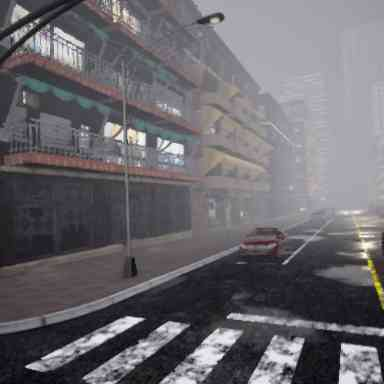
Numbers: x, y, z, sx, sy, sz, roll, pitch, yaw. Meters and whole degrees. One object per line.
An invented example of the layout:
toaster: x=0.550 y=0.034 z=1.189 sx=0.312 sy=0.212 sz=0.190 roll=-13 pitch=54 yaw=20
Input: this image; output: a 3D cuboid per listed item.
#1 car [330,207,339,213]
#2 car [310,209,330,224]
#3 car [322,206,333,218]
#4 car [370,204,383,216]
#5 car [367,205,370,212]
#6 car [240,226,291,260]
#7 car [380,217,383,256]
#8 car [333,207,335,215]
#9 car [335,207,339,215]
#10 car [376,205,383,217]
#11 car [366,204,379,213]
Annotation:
car: x=37.048 y=4.668 z=86.398 sx=1.802 sy=1.307 sz=4.206 roll=-4 pitch=-4 yaw=25
car: x=15.499 y=3.123 z=40.842 sx=1.802 sy=1.307 sz=4.206 roll=-4 pitch=-4 yaw=25
car: x=17.890 y=3.153 z=45.910 sx=1.967 sy=1.590 sz=4.097 roll=-4 pitch=-4 yaw=25
car: x=32.602 y=3.081 z=57.516 sx=2.192 sy=1.841 sz=5.009 roll=-4 pitch=-4 yaw=25
car: x=37.397 y=3.424 z=67.637 sx=2.192 sy=1.841 sz=5.009 roll=-4 pitch=-4 yaw=25
car: x=3.511 y=2.268 z=15.540 sx=1.802 sy=1.307 sz=4.206 roll=-4 pitch=-4 yaw=25
car: x=9.539 y=1.869 z=13.881 sx=5.008 sy=1.535 sz=1.882 roll=1 pitch=-3 yaw=-43
car: x=20.293 y=3.435 z=50.964 sx=2.008 sy=1.369 sz=4.403 roll=-4 pitch=-4 yaw=25
car: x=27.453 y=3.715 z=66.168 sx=2.192 sy=1.841 sz=5.009 roll=-4 pitch=-4 yaw=25
car: x=27.890 y=2.954 z=47.537 sx=1.752 sy=1.417 sz=4.829 roll=-4 pitch=-4 yaw=25
car: x=42.193 y=3.768 z=77.757 sx=2.192 sy=1.841 sz=5.009 roll=-4 pitch=-4 yaw=25
